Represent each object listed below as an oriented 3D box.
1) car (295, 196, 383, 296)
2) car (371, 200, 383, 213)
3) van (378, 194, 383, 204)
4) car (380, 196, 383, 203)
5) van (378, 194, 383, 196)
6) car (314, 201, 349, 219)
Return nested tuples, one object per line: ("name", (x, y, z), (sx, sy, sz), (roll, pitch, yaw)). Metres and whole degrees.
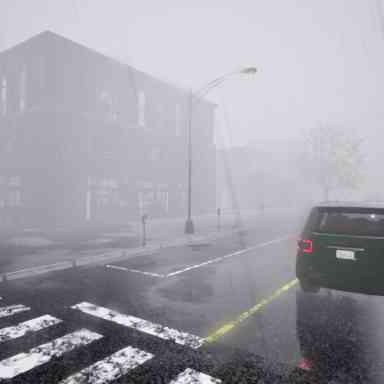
("car", (4.312, 1.224, 8.193), (2.150, 2.045, 5.566), (0, 0, 35))
("car", (22.131, 1.613, 38.632), (1.895, 1.301, 4.718), (0, 0, 35))
("van", (38.098, 1.353, 65.888), (1.690, 1.788, 3.998), (1, 1, 35))
("car", (41.293, 1.561, 70.418), (2.008, 1.369, 4.403), (1, 1, 35))
("van", (28.506, 1.354, 52.304), (1.690, 1.788, 3.998), (1, 1, 35))
("car", (12.518, 1.575, 29.665), (1.947, 1.339, 4.313), (1, 0, 35))
